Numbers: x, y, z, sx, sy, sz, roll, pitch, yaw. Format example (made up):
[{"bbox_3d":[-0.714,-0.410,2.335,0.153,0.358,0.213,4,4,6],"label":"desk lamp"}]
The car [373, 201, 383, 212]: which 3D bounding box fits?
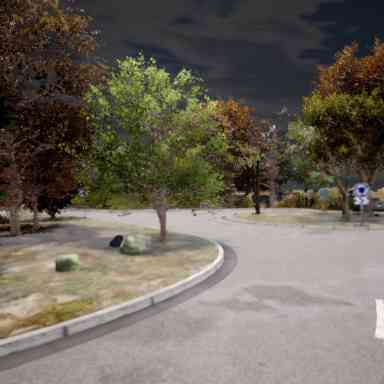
[{"bbox_3d":[31.012,2.602,54.324,2.150,2.045,5.566,0,-5,37],"label":"car"}]
